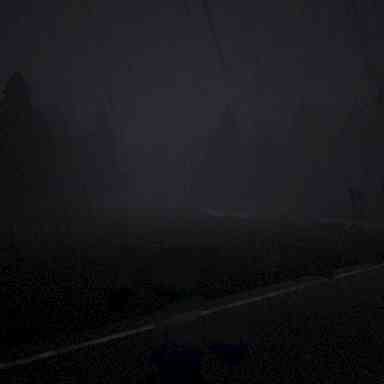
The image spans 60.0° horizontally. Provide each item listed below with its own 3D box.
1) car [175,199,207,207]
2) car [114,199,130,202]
[{"bbox_3d":[-0.211,1.603,38.006,2.128,1.511,4.902,0,0,-36],"label":"car"},{"bbox_3d":[-11.483,1.734,53.934,1.895,1.301,4.718,0,0,-36],"label":"car"}]
